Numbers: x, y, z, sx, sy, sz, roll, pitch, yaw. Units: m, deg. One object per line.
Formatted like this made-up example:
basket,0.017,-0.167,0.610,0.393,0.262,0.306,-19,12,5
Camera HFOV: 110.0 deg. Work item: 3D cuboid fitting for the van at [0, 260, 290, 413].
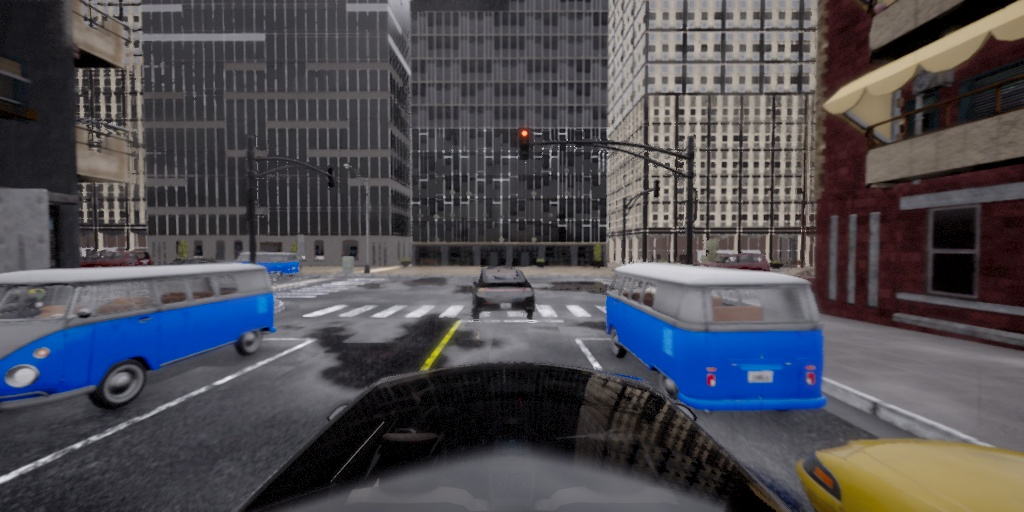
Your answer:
van,-5.698,1.037,5.737,1.690,1.789,3.998,0,0,0

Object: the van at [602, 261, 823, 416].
van,2.683,1.037,5.720,1.690,1.789,3.998,0,0,0

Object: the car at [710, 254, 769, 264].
car,15.199,0.780,25.075,5.009,1.841,2.192,0,0,0

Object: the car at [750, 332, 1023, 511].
car,2.691,1.297,0.289,1.751,1.417,4.829,0,0,0

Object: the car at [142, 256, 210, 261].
car,-22.712,0.839,25.245,4.313,1.339,1.948,0,0,0

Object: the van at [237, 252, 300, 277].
van,-17.190,0.640,25.220,3.998,1.789,1.690,0,0,0

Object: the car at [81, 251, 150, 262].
car,-28.236,0.563,25.270,5.009,1.841,2.192,0,0,0

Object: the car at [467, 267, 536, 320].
car,-0.429,1.123,12.007,2.128,1.511,4.902,0,0,-6
